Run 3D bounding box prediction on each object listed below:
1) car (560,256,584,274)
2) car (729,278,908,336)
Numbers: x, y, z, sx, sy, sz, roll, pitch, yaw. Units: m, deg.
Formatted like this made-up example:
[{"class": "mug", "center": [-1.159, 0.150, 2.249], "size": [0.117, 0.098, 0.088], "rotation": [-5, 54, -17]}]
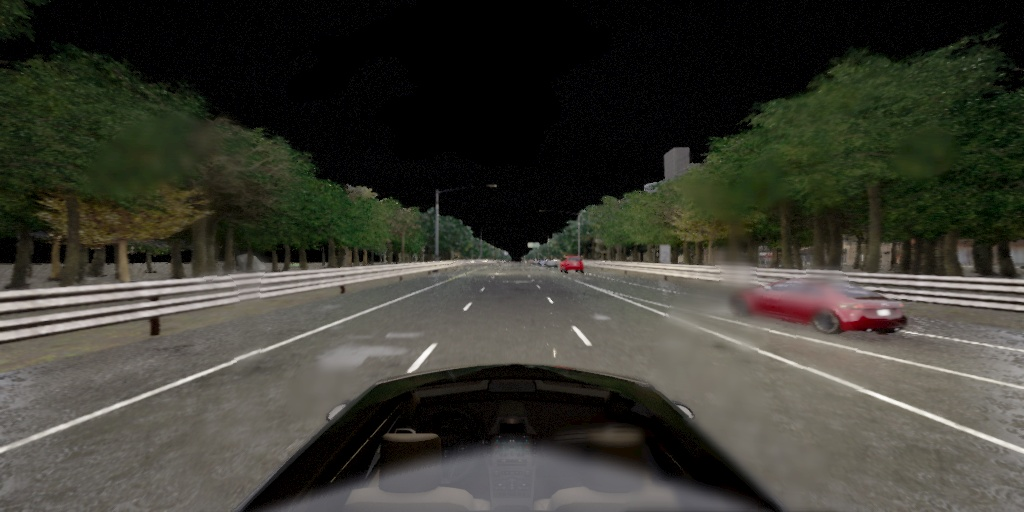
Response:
[{"class": "car", "center": [6.969, 1.004, 42.172], "size": [2.150, 2.045, 5.566], "rotation": [0, 0, 0]}, {"class": "car", "center": [8.652, 1.337, 10.638], "size": [1.994, 1.385, 4.181], "rotation": [0, 0, -10]}]
